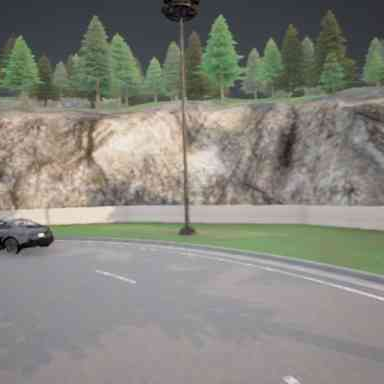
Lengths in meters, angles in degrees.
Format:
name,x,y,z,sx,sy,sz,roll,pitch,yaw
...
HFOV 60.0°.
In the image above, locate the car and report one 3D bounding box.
name,x,y,z,sx,sy,sz,roll,pitch,yaw
car,-8.256,1.849,14.691,4.181,1.385,1.994,-2,0,19
